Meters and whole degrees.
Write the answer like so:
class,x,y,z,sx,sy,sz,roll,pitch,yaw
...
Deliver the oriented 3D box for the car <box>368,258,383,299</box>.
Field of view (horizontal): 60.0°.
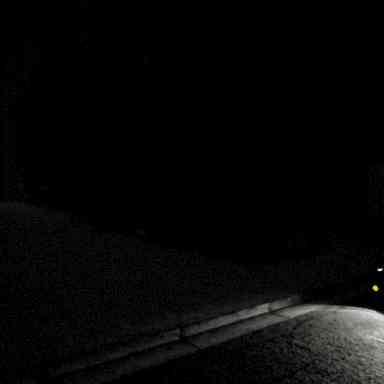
class,x,y,z,sx,sy,sz,roll,pitch,yaw
car,5.620,1.570,7.086,4.181,1.385,1.994,0,0,-35
